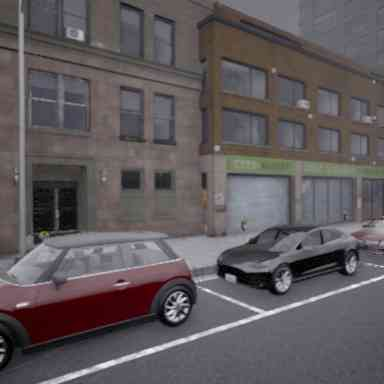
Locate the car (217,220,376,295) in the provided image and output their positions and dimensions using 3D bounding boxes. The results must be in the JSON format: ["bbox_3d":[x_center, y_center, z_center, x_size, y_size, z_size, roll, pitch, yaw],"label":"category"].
[{"bbox_3d":[2.641,1.536,8.652,4.313,1.339,1.947,0,0,-36],"label":"car"}]

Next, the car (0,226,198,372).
[{"bbox_3d":[-1.973,1.434,5.358,4.097,1.590,1.967,0,0,-36],"label":"car"}]

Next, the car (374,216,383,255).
[{"bbox_3d":[7.254,1.527,11.946,4.206,1.307,1.802,0,0,-36],"label":"car"}]
